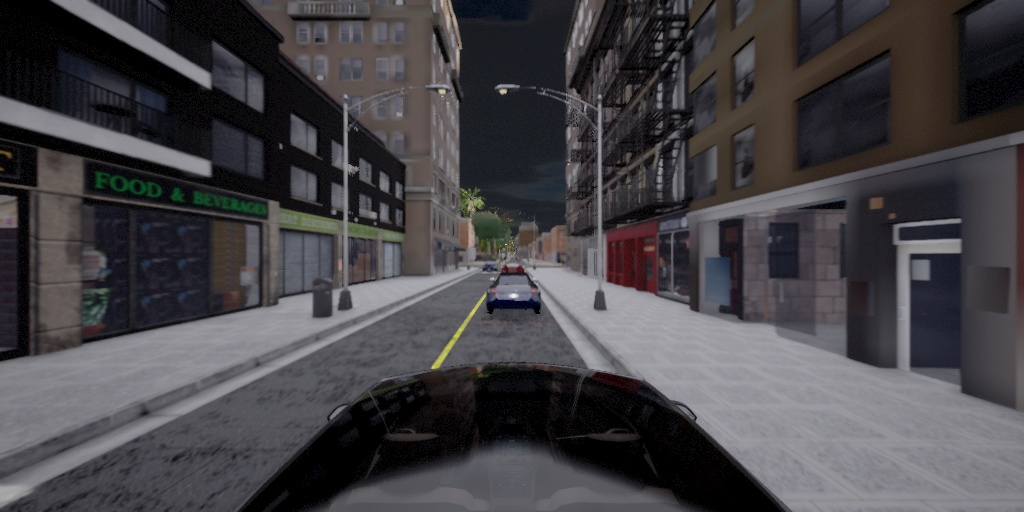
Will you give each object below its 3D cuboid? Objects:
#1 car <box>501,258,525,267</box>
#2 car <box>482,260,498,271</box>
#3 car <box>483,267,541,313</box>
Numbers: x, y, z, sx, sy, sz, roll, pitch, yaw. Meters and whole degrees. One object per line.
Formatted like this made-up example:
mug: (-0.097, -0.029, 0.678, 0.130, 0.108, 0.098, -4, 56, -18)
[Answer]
car: (0.068, 1.216, 30.101, 1.882, 1.535, 5.008, 0, 0, 0)
car: (-2.807, 1.289, 46.927, 2.033, 1.411, 5.357, 0, 0, 1)
car: (0.069, 1.306, 14.030, 1.994, 1.385, 4.181, 0, 0, 0)
